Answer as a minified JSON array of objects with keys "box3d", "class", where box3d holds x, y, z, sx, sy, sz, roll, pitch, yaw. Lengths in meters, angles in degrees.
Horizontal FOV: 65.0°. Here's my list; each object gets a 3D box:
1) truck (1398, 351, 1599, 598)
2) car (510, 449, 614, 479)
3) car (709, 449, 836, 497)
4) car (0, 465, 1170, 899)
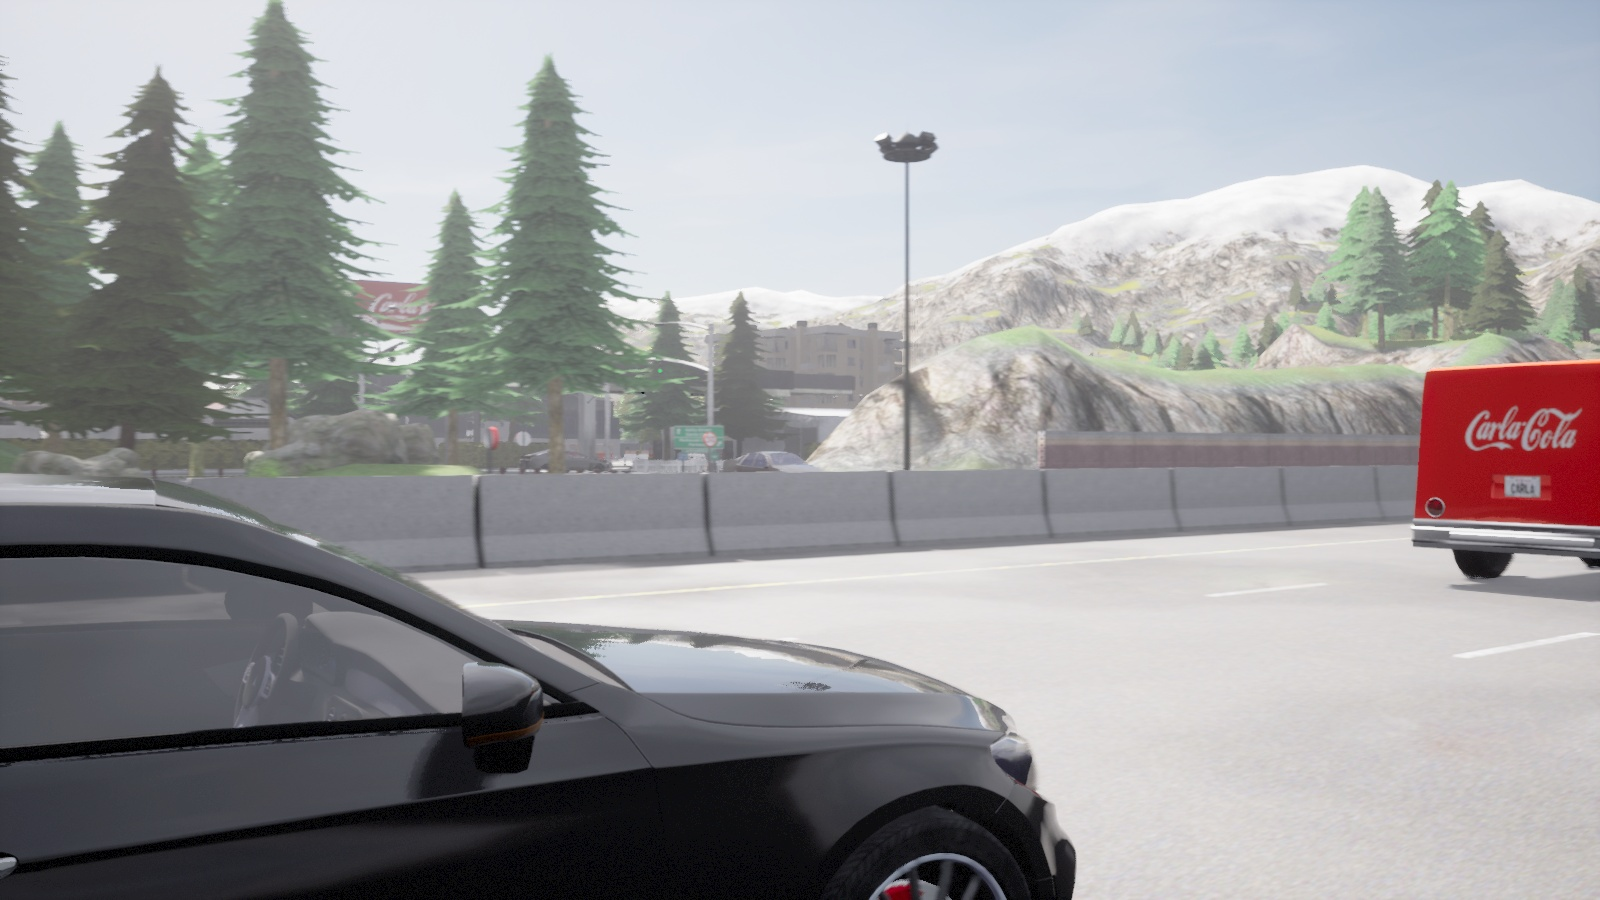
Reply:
[{"box3d":[9.686,0.239,14.668,5.204,2.467,2.627,0,0,-35],"class":"truck"},{"box3d":[-12.441,0.729,65.819,4.902,1.511,2.128,0,0,-35],"class":"car"},{"box3d":[-1.065,0.761,44.316,2.033,1.411,5.357,0,2,-32],"class":"car"},{"box3d":[-1.490,0.780,2.622,4.674,1.442,1.812,0,0,-35],"class":"car"}]
